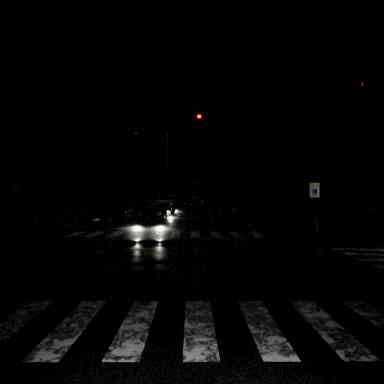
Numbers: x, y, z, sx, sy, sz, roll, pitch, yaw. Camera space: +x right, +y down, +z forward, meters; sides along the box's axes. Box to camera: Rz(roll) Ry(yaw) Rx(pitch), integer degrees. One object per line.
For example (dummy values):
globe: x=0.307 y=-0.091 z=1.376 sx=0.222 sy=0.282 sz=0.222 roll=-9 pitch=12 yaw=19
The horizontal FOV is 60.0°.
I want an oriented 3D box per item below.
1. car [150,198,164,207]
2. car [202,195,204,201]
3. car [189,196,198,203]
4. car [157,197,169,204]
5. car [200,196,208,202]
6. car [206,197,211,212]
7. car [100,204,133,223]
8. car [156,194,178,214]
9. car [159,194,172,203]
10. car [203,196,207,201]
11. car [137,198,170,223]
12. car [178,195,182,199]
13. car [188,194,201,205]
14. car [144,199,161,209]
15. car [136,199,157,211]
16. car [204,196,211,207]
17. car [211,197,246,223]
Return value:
car: x=-5.537 y=1.623 z=52.552 sx=1.802 sy=1.307 sz=4.206 roll=0 pitch=0 yaw=0
car: x=2.988 y=1.481 z=52.521 sx=1.967 sy=1.590 sz=4.097 roll=0 pitch=0 yaw=0
car: x=0.394 y=1.586 z=69.255 sx=1.812 sy=1.442 sz=4.674 roll=0 pitch=0 yaw=0
car: x=-5.490 y=1.635 z=63.466 sx=1.802 sy=1.307 sz=4.206 roll=0 pitch=0 yaw=0
car: x=2.682 y=1.573 z=75.896 sx=1.837 sy=1.490 sz=4.892 roll=0 pitch=0 yaw=0
car: x=2.916 y=1.588 z=36.152 sx=1.947 sy=1.339 sz=4.313 roll=0 pitch=0 yaw=0
car: x=-5.656 y=1.576 z=25.267 sx=1.947 sy=1.339 sz=4.313 roll=0 pitch=0 yaw=0
car: x=-2.946 y=1.243 z=35.736 sx=2.150 sy=2.045 sz=5.566 roll=0 pitch=0 yaw=0
car: x=-5.466 y=1.375 z=68.923 sx=2.192 sy=1.841 sz=5.009 roll=0 pitch=0 yaw=0
car: x=2.964 y=1.585 z=47.065 sx=2.008 sy=1.369 sz=4.403 roll=0 pitch=0 yaw=0
car: x=-2.992 y=1.489 z=25.670 sx=1.882 sy=1.535 sz=5.008 roll=0 pitch=0 yaw=0
car: x=-2.892 y=1.525 z=46.180 sx=2.128 sy=1.511 sz=4.902 roll=0 pitch=0 yaw=0
car: x=0.350 y=1.612 z=59.270 sx=1.994 sy=1.385 sz=4.181 roll=0 pitch=0 yaw=1
car: x=-5.561 y=1.616 z=47.095 sx=1.802 sy=1.307 sz=4.206 roll=0 pitch=0 yaw=0
car: x=-5.585 y=1.579 z=41.638 sx=2.008 sy=1.369 sz=4.403 roll=0 pitch=0 yaw=0
car: x=2.940 y=1.579 z=41.608 sx=2.008 sy=1.369 sz=4.403 roll=0 pitch=0 yaw=0
car: x=2.869 y=1.326 z=25.239 sx=2.192 sy=1.841 sz=5.009 roll=0 pitch=0 yaw=0
